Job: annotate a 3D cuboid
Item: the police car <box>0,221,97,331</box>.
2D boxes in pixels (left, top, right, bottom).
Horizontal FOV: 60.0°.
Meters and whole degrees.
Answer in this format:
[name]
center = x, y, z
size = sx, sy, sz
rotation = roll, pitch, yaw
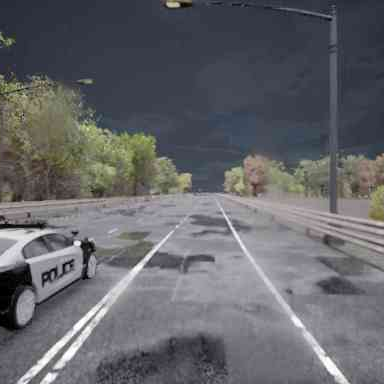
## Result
[police car]
center = -3.570, 1.433, 7.058
size = 1.930, 1.638, 5.238
rotation = 0, 0, 3
